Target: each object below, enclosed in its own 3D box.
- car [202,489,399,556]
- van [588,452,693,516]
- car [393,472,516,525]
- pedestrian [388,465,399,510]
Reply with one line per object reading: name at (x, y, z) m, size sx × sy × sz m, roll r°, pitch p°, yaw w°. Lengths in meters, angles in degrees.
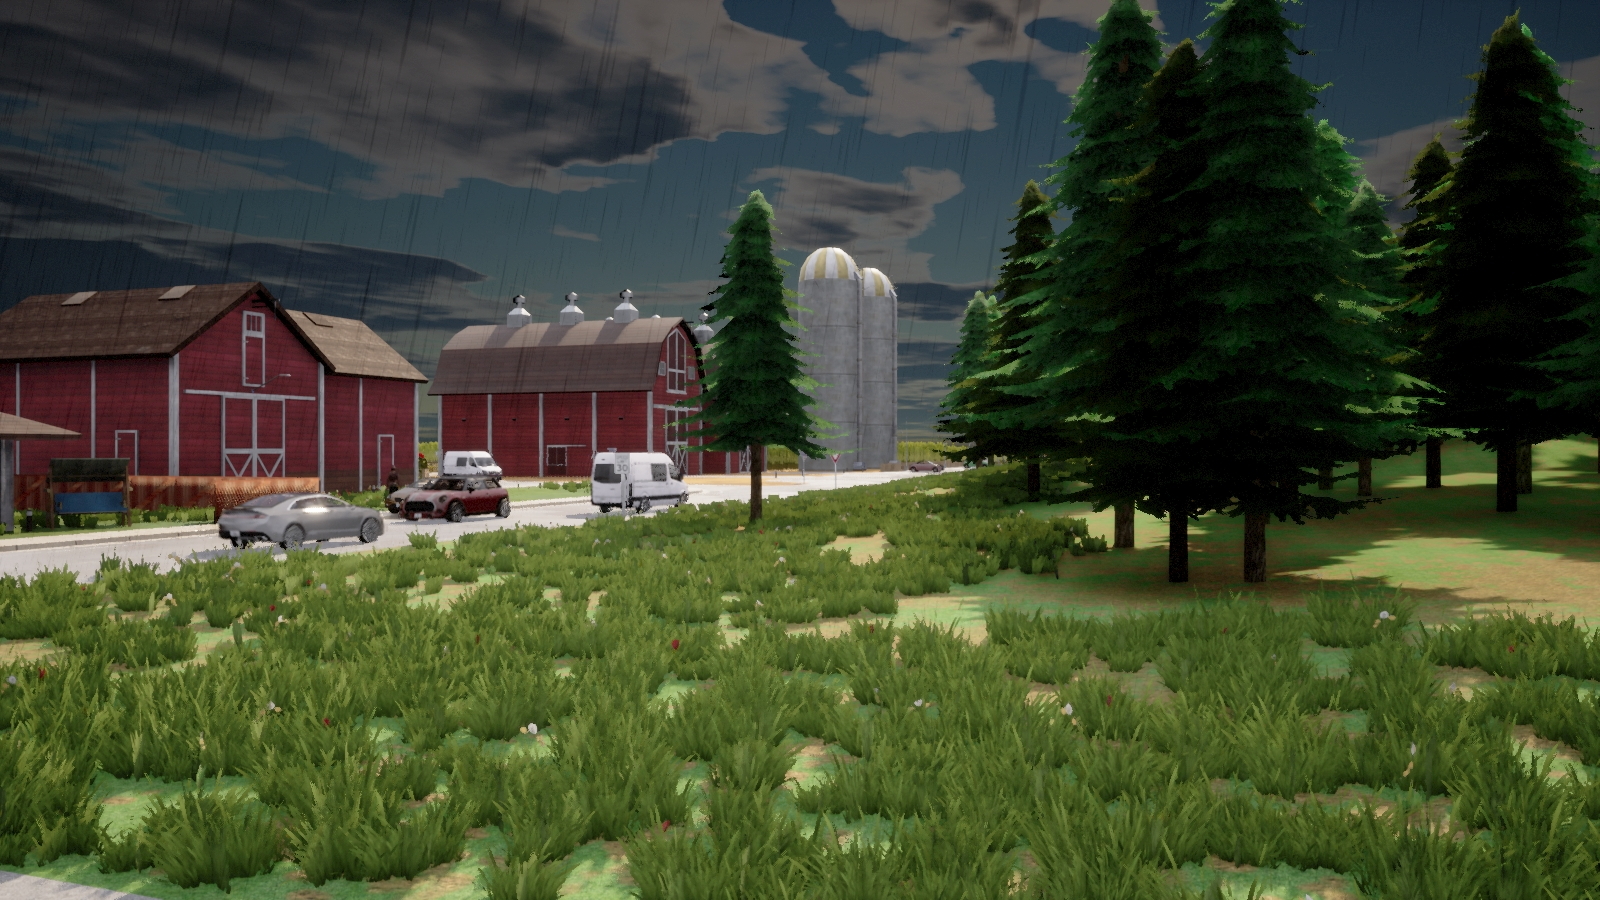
car at (-13.497, 1.907, 31.244) m, size 2.128 × 1.511 × 4.902 m, roll 0°, pitch 0°, yaw 20°
van at (-6.808, 1.394, 49.651) m, size 1.988 × 2.561 × 5.915 m, roll 0°, pitch 0°, yaw 20°
car at (-12.928, 1.766, 43.064) m, size 2.097 × 1.767 × 4.553 m, roll 0°, pitch 0°, yaw 20°
pedestrian at (-16.908, 1.555, 47.521) m, size 0.375 × 1.860 × 0.375 m, roll 0°, pitch 0°, yaw -10°
